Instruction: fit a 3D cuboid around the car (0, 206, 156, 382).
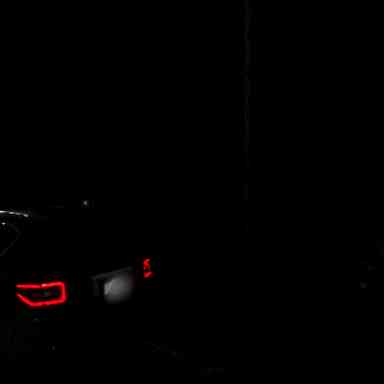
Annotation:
[{"bbox_3d":[-3.135,1.266,5.632,5.566,2.045,2.150,0,0,36],"label":"car"}]
